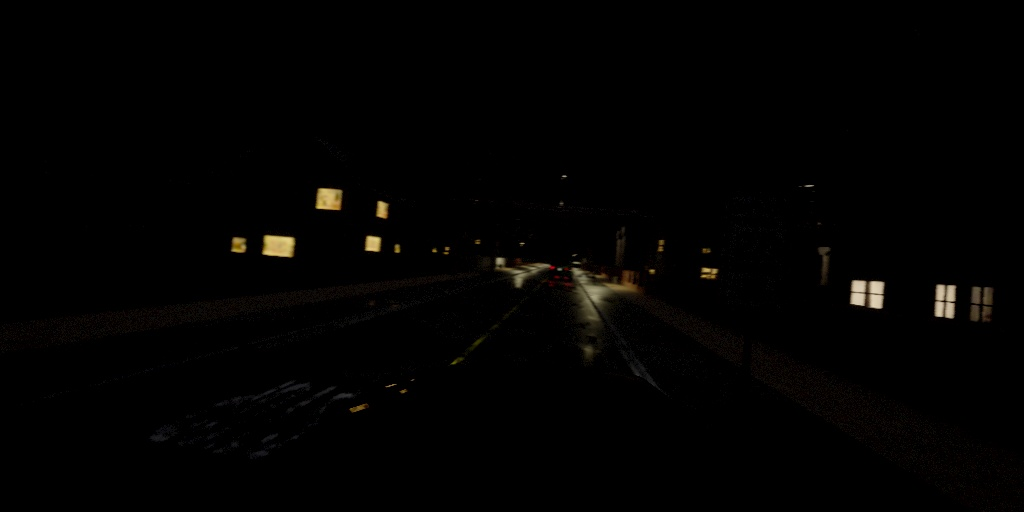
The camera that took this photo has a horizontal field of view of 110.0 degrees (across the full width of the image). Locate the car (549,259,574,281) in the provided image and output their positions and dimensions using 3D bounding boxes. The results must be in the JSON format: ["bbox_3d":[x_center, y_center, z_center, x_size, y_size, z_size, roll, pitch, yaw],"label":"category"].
[{"bbox_3d":[5.039,1.399,36.633,2.150,2.045,5.566,5,0,11],"label":"car"}]
